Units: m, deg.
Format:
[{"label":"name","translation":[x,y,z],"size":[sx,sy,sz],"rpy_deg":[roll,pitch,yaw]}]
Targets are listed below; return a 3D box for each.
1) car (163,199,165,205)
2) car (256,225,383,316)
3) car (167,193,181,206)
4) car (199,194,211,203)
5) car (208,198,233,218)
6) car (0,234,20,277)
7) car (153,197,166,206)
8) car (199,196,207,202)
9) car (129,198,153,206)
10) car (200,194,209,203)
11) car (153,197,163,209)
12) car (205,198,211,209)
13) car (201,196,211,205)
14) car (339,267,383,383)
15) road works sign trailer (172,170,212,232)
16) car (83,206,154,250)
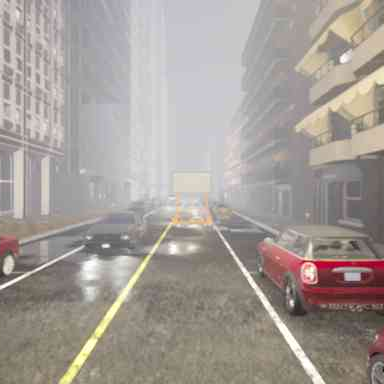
[{"label":"car","translation":[-5.678,1.500,52.708],"size":[1.967,1.590,4.097],"rpy_deg":[0,0,0]},{"label":"car","translation":[2.693,1.447,7.517],"size":[1.967,1.590,4.097],"rpy_deg":[0,0,0]},{"label":"car","translation":[-3.031,1.276,56.760],"size":[2.150,2.045,5.566],"rpy_deg":[0,0,1]},{"label":"car","translation":[2.707,1.402,69.651],"size":[2.192,1.841,5.009],"rpy_deg":[0,0,0]},{"label":"car","translation":[2.698,1.555,30.281],"size":[1.752,1.417,4.829],"rpy_deg":[0,0,0]},{"label":"car","translation":[-5.687,1.551,7.519],"size":[1.887,1.381,4.507],"rpy_deg":[0,0,0]},{"label":"car","translation":[-5.676,1.594,58.185],"size":[1.752,1.417,4.829],"rpy_deg":[0,0,0]},{"label":"car","translation":[2.709,1.688,80.948],"size":[1.802,1.307,4.206],"rpy_deg":[0,0,0]},{"label":"car","translation":[-5.681,1.602,35.761],"size":[1.947,1.339,4.313],"rpy_deg":[0,0,0]},{"label":"car","translation":[2.704,1.509,58.354],"size":[1.967,1.590,4.097],"rpy_deg":[0,0,0]},{"label":"car","translation":[-5.678,1.602,47.058],"size":[2.008,1.369,4.403],"rpy_deg":[0,0,0]},{"label":"car","translation":[2.700,1.602,35.760],"size":[1.947,1.339,4.313],"rpy_deg":[0,0,0]},{"label":"car","translation":[2.702,1.602,47.057],"size":[2.008,1.369,4.403],"rpy_deg":[0,0,0]},{"label":"car","translation":[2.692,1.584,1.869],"size":[1.802,1.307,4.206],"rpy_deg":[0,0,0]},{"label":"road works sign trailer","translation":[0.005,0.483,20.175],"size":[2.380,3.560,2.880],"rpy_deg":[0,0,0]},{"label":"car","translation":[-3.096,1.560,14.634],"size":[2.033,1.411,5.357],"rpy_deg":[0,0,0]}]
